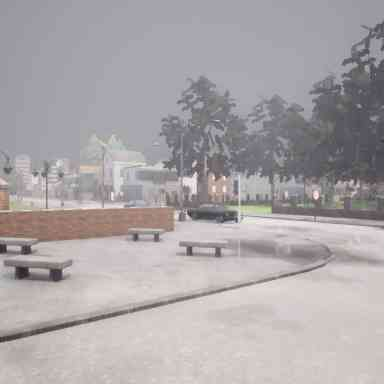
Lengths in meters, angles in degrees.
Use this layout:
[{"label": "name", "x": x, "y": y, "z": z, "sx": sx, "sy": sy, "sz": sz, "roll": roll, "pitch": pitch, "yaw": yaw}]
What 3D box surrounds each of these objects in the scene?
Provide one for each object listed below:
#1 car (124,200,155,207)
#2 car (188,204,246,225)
[{"label": "car", "x": -5.522, "y": 1.526, "z": 34.762, "sx": 1.812, "sy": 1.442, "sz": 4.674, "roll": 0, "pitch": 0, "yaw": -35}, {"label": "car", "x": 1.729, "y": 1.601, "z": 24.520, "sx": 1.895, "sy": 1.301, "sz": 4.718, "roll": 0, "pitch": 0, "yaw": -35}]
